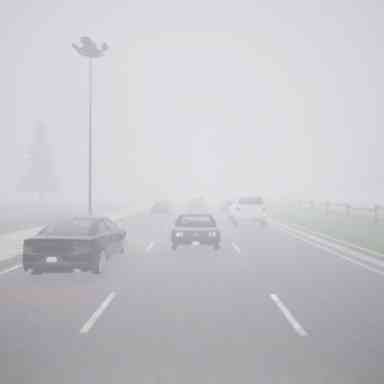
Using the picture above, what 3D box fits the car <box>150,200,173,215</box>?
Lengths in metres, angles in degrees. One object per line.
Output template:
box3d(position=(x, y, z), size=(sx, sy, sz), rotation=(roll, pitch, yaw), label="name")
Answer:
box3d(position=(-2.926, 1.530, 33.026), size=(2.033, 1.411, 5.357), rotation=(0, 0, 2), label="car")

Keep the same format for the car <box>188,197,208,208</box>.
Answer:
box3d(position=(0.687, 1.340, 36.772), size=(2.097, 1.767, 4.553), rotation=(0, 0, 2), label="car")

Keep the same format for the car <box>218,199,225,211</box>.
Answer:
box3d(position=(4.268, 1.520, 39.687), size=(1.812, 1.442, 4.674), rotation=(0, 0, 2), label="car")

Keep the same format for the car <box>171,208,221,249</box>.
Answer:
box3d(position=(0.157, 1.596, 14.481), size=(1.895, 1.301, 4.718), rotation=(0, 0, 1), label="car")

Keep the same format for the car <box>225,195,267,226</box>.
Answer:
box3d(position=(3.828, 1.223, 23.511), size=(2.150, 2.045, 5.566), rotation=(0, 0, 2), label="car")

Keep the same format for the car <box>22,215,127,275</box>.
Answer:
box3d(position=(-3.371, 1.467, 10.494), size=(1.882, 1.535, 5.008), rotation=(0, 0, 0), label="car")
